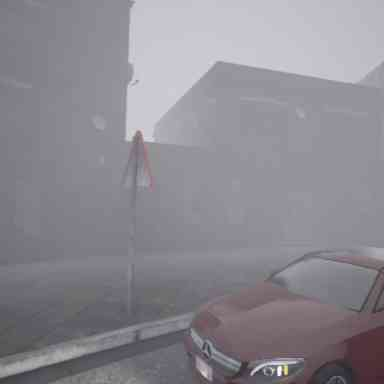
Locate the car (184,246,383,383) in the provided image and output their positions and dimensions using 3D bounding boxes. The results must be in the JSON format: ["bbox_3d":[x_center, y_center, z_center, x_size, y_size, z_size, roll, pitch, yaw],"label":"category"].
[{"bbox_3d":[2.158,1.529,4.475,4.674,1.442,1.812,0,-1,-29],"label":"car"}]
